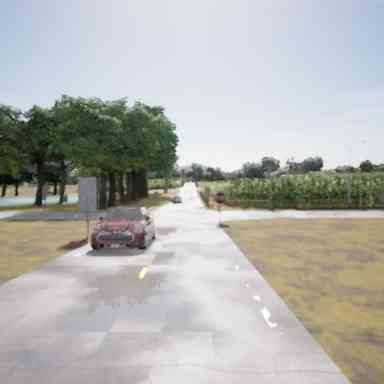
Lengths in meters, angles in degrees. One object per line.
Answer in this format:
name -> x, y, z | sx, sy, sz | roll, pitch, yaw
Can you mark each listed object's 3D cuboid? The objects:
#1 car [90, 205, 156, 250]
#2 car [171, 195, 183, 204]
car -> -2.815, 1.391, 14.465 | 2.097, 1.767, 4.553 | 0, 0, 0
car -> -2.744, 1.444, 61.017 | 1.837, 1.490, 4.892 | 0, 3, 0
